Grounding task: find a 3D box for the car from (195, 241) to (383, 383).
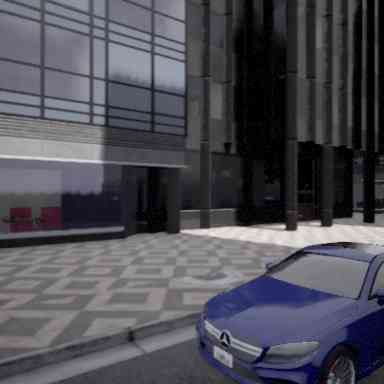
[{"bbox_3d":[2.233,1.535,4.958,4.674,1.442,1.812,0,0,-35],"label":"car"}]
